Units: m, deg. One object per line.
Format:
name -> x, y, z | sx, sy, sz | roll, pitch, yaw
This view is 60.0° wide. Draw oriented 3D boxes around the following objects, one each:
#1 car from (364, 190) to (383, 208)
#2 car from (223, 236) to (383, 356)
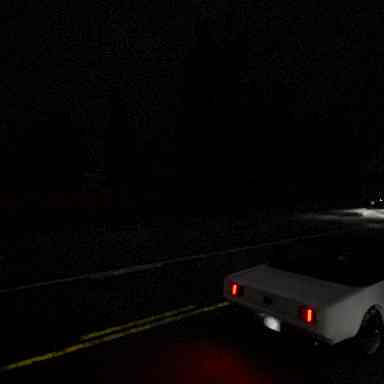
car -> 17.043, 0.590, 29.495 | 4.902, 1.511, 2.128 | -2, 1, -40
car -> 2.890, 1.439, 5.806 | 4.718, 1.301, 1.895 | -2, 1, -35
